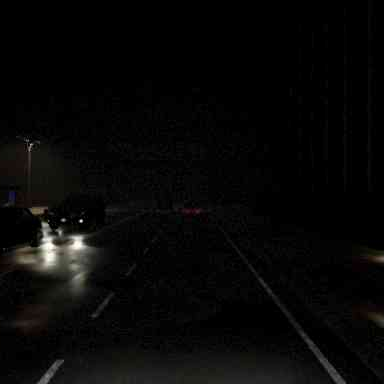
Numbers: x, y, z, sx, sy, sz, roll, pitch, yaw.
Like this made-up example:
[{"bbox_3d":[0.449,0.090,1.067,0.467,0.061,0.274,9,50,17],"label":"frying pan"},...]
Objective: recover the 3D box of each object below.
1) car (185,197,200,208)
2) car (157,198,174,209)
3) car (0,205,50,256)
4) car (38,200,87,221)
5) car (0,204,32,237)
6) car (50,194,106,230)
[{"bbox_3d":[0.075,1.402,45.632,1.812,1.442,4.674,0,0,0],"label":"car"},{"bbox_3d":[-3.414,1.425,43.140,2.033,1.411,5.357,0,0,0],"label":"car"},{"bbox_3d":[-7.101,1.332,11.642,2.097,1.767,4.553,0,0,0],"label":"car"},{"bbox_3d":[-10.559,1.446,27.588,2.128,1.511,4.902,0,0,0],"label":"car"},{"bbox_3d":[-10.597,1.462,17.405,2.128,1.511,4.902,0,0,0],"label":"car"},{"bbox_3d":[-7.092,1.186,21.143,2.150,2.045,5.566,0,0,0],"label":"car"}]
